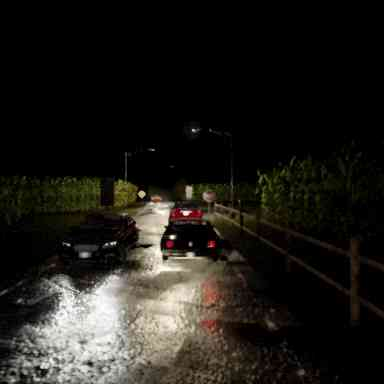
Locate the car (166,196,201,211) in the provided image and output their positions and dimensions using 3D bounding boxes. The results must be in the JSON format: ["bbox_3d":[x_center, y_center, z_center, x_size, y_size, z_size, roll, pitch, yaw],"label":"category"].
[{"bbox_3d":[-0.440,1.319,21.952,2.097,1.767,4.553,0,0,-2],"label":"car"}]

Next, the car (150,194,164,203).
[{"bbox_3d":[-7.477,1.310,69.308,2.097,1.767,4.553,0,0,-8],"label":"car"}]

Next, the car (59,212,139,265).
[{"bbox_3d":[-3.009,1.473,11.639,2.128,1.511,4.902,0,0,-1],"label":"car"}]

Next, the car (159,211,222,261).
[{"bbox_3d":[-0.096,1.580,12.126,1.895,1.301,4.718,0,0,-1],"label":"car"}]

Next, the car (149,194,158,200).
[{"bbox_3d":[-9.740,1.288,84.441,2.128,1.511,4.902,0,0,-9],"label":"car"}]

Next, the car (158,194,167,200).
[{"bbox_3d":[-8.063,1.388,90.964,1.994,1.385,4.181,0,0,-10],"label":"car"}]

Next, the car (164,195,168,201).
[{"bbox_3d":[-6.468,1.508,81.401,1.994,1.385,4.181,0,0,-9],"label":"car"}]
